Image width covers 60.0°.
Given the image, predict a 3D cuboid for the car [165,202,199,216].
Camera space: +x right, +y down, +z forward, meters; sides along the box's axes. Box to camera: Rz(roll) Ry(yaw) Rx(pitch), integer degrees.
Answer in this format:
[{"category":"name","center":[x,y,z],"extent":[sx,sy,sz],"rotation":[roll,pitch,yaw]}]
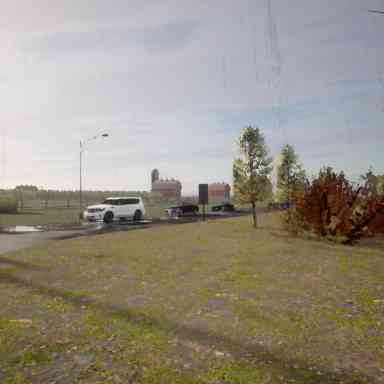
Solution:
[{"category":"car","center":[-1.053,1.817,36.685],"extent":[2.128,1.511,4.902],"rotation":[-1,-1,32]}]

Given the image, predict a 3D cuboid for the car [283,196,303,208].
[{"category":"car","center":[18.766,1.782,61.646],"extent":[2.150,2.045,5.566],"rotation":[-1,-1,32]}]

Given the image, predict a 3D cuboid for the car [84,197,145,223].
[{"category":"car","center":[-6.386,1.452,28.169],"extent":[2.150,2.045,5.566],"rotation":[-1,-1,34]}]

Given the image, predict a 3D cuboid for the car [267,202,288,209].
[{"category":"car","center":[13.533,1.965,53.123],"extent":[1.837,1.490,4.892],"rotation":[-1,-1,32]}]

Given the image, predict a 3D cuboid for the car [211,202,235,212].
[{"category":"car","center":[4.285,1.986,45.201],"extent":[1.994,1.385,4.181],"rotation":[-1,-1,32]}]
